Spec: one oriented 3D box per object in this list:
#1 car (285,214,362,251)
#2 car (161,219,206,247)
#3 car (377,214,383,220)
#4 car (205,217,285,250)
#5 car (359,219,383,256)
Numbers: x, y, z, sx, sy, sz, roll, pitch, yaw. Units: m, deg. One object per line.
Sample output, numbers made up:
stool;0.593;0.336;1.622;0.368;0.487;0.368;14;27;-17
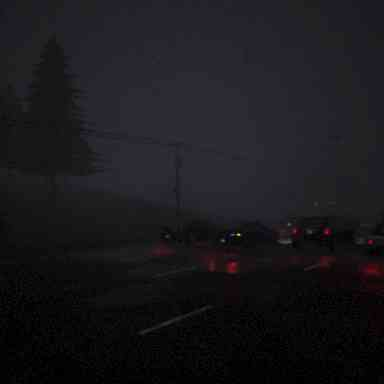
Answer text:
car;7.083;1.993;17.615;2.097;1.767;4.553;-3;-3;41
car;0.291;2.392;20.483;1.882;1.535;5.008;-3;-3;41
car;18.293;2.523;30.298;1.994;1.385;4.181;-3;-3;41
car;3.056;2.285;18.331;1.812;1.442;4.674;-3;-3;41
car;9.233;2.069;14.749;1.895;1.301;4.718;-3;-3;41
